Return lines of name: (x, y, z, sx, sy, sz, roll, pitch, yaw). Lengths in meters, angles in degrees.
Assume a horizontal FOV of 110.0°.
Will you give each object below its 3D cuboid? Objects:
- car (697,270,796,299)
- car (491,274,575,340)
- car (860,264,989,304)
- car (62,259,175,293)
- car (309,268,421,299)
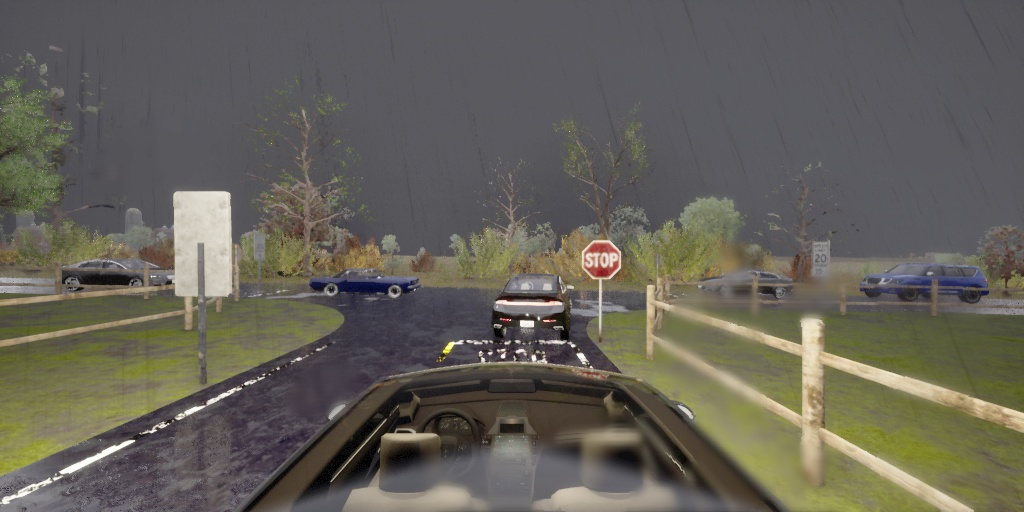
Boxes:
car: (13.002, 1.525, 20.025, 4.902, 1.511, 2.128, 1, 1, 0)
car: (0.705, 1.240, 10.065, 2.128, 1.511, 4.902, 0, 0, 9)
car: (22.897, 1.466, 20.015, 5.566, 2.045, 2.150, 1, 1, 0)
car: (-18.492, 0.885, 17.111, 4.902, 1.511, 2.128, 1, 1, 0)
car: (-6.824, 1.248, 17.095, 4.718, 1.301, 1.895, 1, 1, 0)
